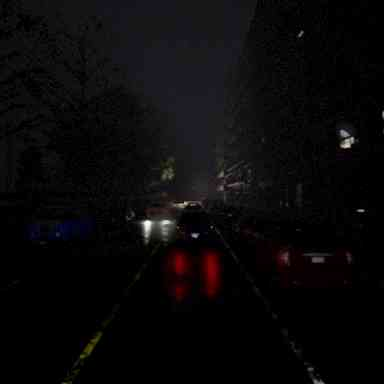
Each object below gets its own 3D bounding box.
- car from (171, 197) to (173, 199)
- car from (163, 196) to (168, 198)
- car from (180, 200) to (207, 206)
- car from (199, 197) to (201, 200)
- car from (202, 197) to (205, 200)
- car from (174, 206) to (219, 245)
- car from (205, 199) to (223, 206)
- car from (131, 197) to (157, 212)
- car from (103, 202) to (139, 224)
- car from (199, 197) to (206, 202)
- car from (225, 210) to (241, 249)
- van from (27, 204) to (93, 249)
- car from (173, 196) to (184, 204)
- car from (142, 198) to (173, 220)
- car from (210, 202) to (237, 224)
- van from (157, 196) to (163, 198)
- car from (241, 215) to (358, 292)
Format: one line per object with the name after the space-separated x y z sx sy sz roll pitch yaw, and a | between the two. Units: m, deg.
-5.573 1.703 65.391 2.192 1.841 5.009 0 0 0 | car
-5.583 1.896 59.757 1.887 1.381 4.507 0 0 0 | car
0.156 1.745 32.751 1.994 1.385 4.181 0 0 0 | car
2.807 1.952 65.375 1.947 1.339 4.313 0 0 0 | car
2.778 1.803 48.652 1.752 1.417 4.829 0 0 0 | car
0.128 1.613 16.023 1.812 1.442 4.674 0 0 0 | car
2.757 1.647 37.222 1.967 1.590 4.097 0 0 0 | car
-5.623 1.523 37.238 2.192 1.841 5.009 0 0 0 | car
-5.643 1.709 25.977 1.947 1.339 4.313 0 0 0 | car
2.858 2.127 93.524 1.887 1.381 4.507 0 0 0 | car
2.717 1.661 14.702 1.802 1.307 4.206 0 0 0 | car
-5.663 1.422 14.717 1.690 1.788 3.998 0 0 0 | van
-2.869 1.757 72.519 2.097 1.767 4.553 0 0 0 | car
-3.044 1.646 30.552 1.882 1.535 5.008 0 0 0 | car
2.737 1.707 25.962 1.947 1.339 4.313 0 0 0 | car
-5.603 1.619 48.498 1.690 1.788 3.998 0 0 0 | van
2.707 1.489 9.072 1.967 1.590 4.097 0 0 0 | car
